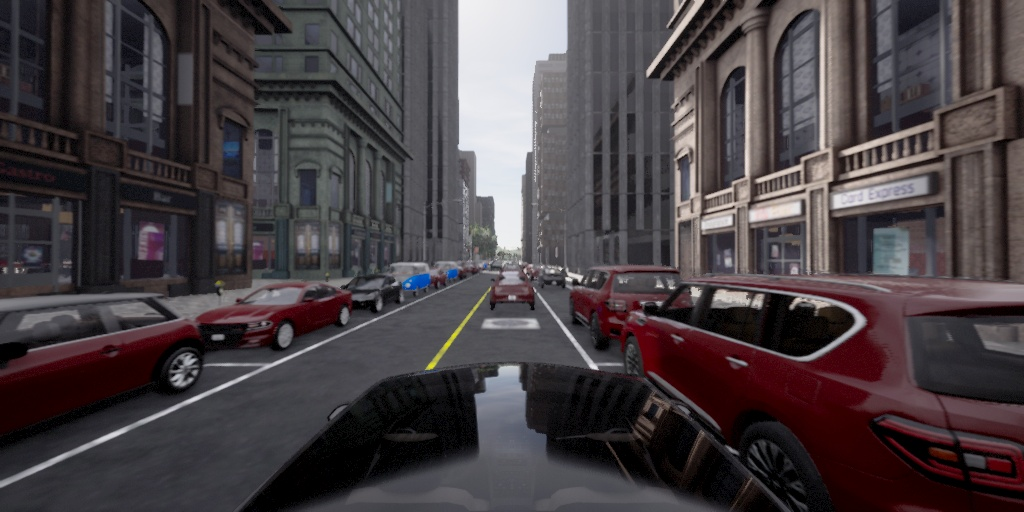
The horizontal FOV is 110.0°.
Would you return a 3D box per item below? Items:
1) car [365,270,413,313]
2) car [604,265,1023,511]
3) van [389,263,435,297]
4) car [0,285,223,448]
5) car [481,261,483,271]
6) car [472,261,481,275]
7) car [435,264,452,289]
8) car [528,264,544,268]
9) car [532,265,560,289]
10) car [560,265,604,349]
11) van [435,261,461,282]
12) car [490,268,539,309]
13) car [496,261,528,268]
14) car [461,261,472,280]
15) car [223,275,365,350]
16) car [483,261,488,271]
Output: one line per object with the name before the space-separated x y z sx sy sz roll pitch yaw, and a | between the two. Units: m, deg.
car | -5.762 1.445 14.712 1.948 1.339 4.313 0 0 0
car | 2.764 1.086 3.840 2.192 1.841 5.009 0 0 0
van | -5.762 1.275 20.154 1.690 1.789 3.998 0 0 0
car | -5.762 1.210 3.831 1.967 1.591 4.097 0 0 0
car | -5.761 1.708 52.799 1.967 1.591 4.097 0 0 0
car | -5.761 1.525 47.358 2.192 1.841 5.009 0 0 0
car | -5.762 1.535 25.595 1.888 1.381 4.507 0 0 0
car | 2.764 1.540 36.482 1.967 1.591 4.097 0 0 0
car | 2.764 1.540 25.602 2.007 1.370 4.403 0 0 0
car | 2.764 1.140 9.280 2.192 1.841 5.009 0 0 0
van | -5.762 1.386 31.036 1.690 1.789 3.998 0 0 0
car | 0.028 1.416 15.766 1.812 1.442 4.674 0 0 1
car | 0.025 1.388 30.287 2.097 1.767 4.553 0 -1 1
car | -5.761 1.415 36.477 2.192 1.841 5.009 0 0 0
car | -5.762 1.370 9.272 1.888 1.381 4.507 0 0 0
car | -5.761 1.980 63.678 1.802 1.307 4.207 0 0 0
